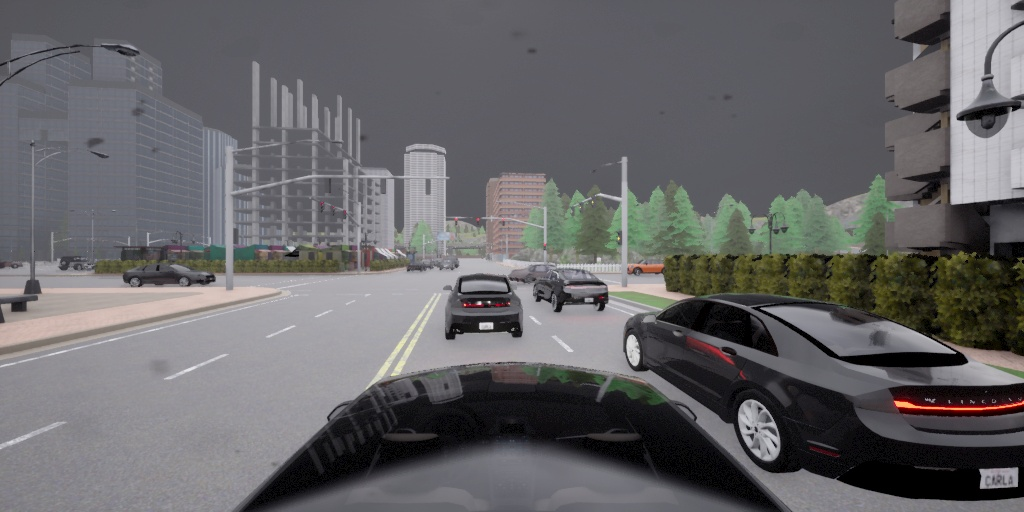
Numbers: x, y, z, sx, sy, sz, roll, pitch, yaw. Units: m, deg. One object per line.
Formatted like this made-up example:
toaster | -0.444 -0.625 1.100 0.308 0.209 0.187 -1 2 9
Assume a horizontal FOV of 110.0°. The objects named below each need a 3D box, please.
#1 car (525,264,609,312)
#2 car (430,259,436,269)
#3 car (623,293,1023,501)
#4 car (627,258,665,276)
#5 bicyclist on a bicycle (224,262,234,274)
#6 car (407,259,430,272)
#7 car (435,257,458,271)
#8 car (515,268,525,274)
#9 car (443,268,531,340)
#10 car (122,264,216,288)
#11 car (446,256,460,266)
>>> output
car | 2.140 1.242 14.205 2.128 1.511 4.902 0 0 -9
car | -13.169 1.255 55.317 1.837 1.490 4.892 0 0 -6
car | 3.113 1.255 4.844 1.837 1.490 4.892 0 0 -4
car | 14.058 1.102 37.499 4.553 1.767 2.097 0 0 -5
bicyclist on a bicycle | -29.516 1.011 37.408 0.582 1.620 1.656 0 5 -5
car | -12.195 1.351 46.078 1.895 1.301 4.718 0 0 -4
car | -9.059 1.242 50.064 2.128 1.511 4.902 0 0 -6
car | 2.437 1.297 25.736 5.357 1.411 2.033 0 0 -5
car | -0.857 1.255 10.090 1.837 1.490 4.892 0 0 -7
car | -22.378 1.254 23.549 4.892 1.490 1.837 0 0 -5
car | -10.153 0.971 59.864 2.150 2.045 5.566 0 0 -6
